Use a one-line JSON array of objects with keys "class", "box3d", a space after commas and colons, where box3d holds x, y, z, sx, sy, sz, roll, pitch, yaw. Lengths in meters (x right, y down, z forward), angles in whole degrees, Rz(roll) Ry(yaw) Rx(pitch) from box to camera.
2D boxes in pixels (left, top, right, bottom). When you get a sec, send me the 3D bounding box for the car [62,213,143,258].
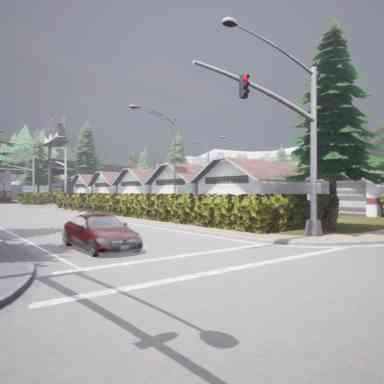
[{"class": "car", "box3d": [-3.697, 1.584, 13.146, 1.812, 1.442, 4.674, 0, 1, -38]}]
